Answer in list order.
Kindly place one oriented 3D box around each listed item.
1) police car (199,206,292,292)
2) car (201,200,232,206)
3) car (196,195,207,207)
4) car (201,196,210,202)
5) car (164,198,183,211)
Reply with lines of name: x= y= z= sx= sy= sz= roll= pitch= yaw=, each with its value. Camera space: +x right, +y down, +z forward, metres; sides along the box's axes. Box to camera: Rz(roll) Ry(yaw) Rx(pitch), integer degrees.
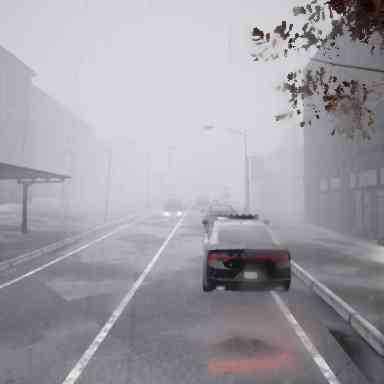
police car: x=1.236 y=1.411 z=9.072 sx=1.930 sy=1.638 sz=5.238 roll=0 pitch=0 yaw=2
car: x=1.586 y=1.436 z=18.966 sx=1.837 sy=1.490 sz=4.892 roll=0 pitch=0 yaw=2
car: x=1.529 y=1.388 z=45.867 sx=1.895 sy=1.301 sz=4.718 roll=0 pitch=0 yaw=2
car: x=1.804 y=1.346 z=25.158 sx=1.801 sy=1.575 sz=5.366 roll=0 pitch=0 yaw=2
car: x=-2.090 y=1.420 z=38.601 sx=1.895 sy=1.301 sz=4.718 roll=0 pitch=0 yaw=2
